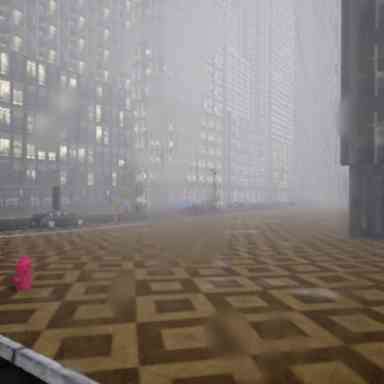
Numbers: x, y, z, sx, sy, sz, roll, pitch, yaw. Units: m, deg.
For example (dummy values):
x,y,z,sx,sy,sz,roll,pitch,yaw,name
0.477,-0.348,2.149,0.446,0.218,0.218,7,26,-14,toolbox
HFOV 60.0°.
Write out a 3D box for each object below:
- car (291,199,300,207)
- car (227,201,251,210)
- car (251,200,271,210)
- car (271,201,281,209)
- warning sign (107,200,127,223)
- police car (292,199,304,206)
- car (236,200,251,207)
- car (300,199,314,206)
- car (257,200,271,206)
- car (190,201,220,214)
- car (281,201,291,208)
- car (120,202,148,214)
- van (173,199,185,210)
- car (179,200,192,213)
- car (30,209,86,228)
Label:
x,y,z,sx,sy,sz,roll,pitch,yaw,name
21.485,2.646,73.115,1.947,1.339,4.313,0,-1,35,car
7.961,2.360,58.368,2.128,1.511,4.902,0,0,35,car
11.820,2.480,59.218,1.947,1.339,4.313,0,-1,35,car
15.041,2.551,63.850,1.802,1.307,4.206,0,-1,35,car
-6.502,1.690,28.680,1.300,1.860,1.060,1,1,35,warning sign
26.984,2.615,84.656,1.930,1.638,5.238,0,0,30,police car
11.384,2.555,73.269,1.802,1.307,4.206,0,-1,35,car
27.929,2.756,82.379,1.947,1.339,4.313,0,-1,35,car
17.826,2.649,82.531,1.947,1.339,4.313,0,-1,35,car
2.154,2.313,45.322,1.947,1.339,4.313,0,-1,35,car
18.263,2.464,68.484,1.967,1.590,4.097,0,-1,35,car
-7.942,2.079,45.484,1.967,1.590,4.097,0,-1,35,car
-1.500,2.093,54.748,1.690,1.788,3.998,0,-1,35,van
0.543,2.305,47.667,1.994,1.385,4.181,0,0,35,car
-10.626,2.072,26.722,2.008,1.369,4.403,0,-1,35,car
